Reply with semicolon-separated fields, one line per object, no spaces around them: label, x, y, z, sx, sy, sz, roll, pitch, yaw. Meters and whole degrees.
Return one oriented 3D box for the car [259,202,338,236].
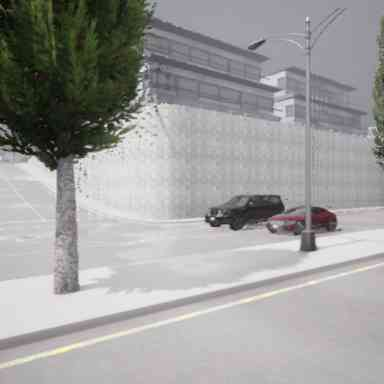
car;6.117;1.470;18.181;4.674;1.442;1.812;0;0;-35

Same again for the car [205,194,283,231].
car;3.441;1.169;20.591;5.566;2.045;2.150;0;0;-35
